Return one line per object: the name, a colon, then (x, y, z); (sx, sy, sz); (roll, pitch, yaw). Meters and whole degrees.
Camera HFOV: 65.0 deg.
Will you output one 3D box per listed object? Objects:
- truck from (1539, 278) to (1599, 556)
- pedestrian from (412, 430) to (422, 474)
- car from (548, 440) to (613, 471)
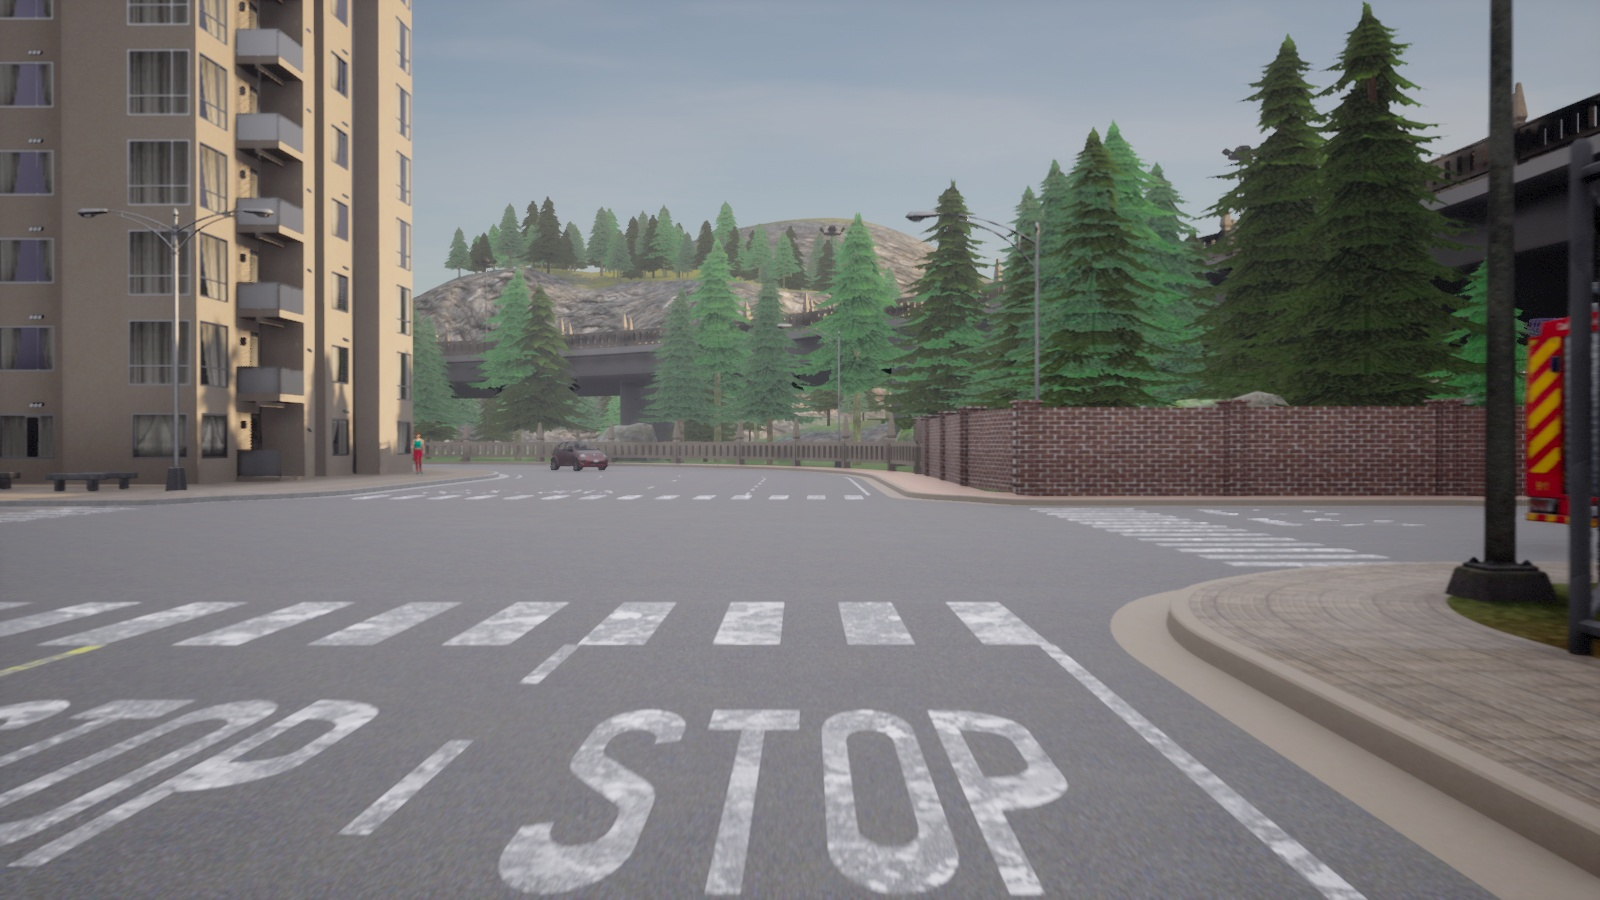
truck: (15.242, -0.448, 17.344); (8.468, 3.827, 2.891); (0, 0, -3)
pedestrian: (-16.277, 0.086, 53.410); (0.345, 1.836, 0.594); (0, 0, -10)
car: (-11.846, 0.254, 67.537); (1.851, 1.617, 3.988); (0, 0, -36)
